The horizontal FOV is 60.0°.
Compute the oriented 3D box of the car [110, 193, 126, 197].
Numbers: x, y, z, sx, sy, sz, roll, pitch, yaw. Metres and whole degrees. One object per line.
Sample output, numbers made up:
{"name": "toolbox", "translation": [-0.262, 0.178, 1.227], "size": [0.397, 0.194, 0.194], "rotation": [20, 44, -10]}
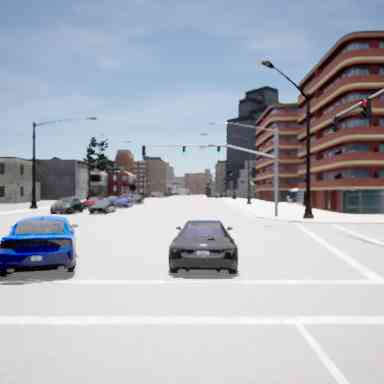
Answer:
{"name": "car", "translation": [-12.565, 1.315, 53.523], "size": [2.033, 1.411, 5.357], "rotation": [0, 1, 1]}

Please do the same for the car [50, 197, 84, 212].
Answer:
{"name": "car", "translation": [-12.915, 1.349, 34.551], "size": [2.097, 1.767, 4.553], "rotation": [0, 0, 1]}

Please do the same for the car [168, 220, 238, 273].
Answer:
{"name": "car", "translation": [0.397, 1.592, 10.799], "size": [1.994, 1.385, 4.181], "rotation": [0, 0, 3]}

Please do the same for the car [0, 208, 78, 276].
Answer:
{"name": "car", "translation": [-4.756, 1.496, 10.634], "size": [1.882, 1.535, 5.008], "rotation": [1, 0, -20]}

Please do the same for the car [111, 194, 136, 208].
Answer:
{"name": "car", "translation": [-9.243, 1.411, 45.140], "size": [1.812, 1.442, 4.674], "rotation": [0, 1, 1]}

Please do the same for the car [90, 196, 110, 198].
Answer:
{"name": "car", "translation": [-12.751, 1.379, 43.687], "size": [1.882, 1.535, 5.008], "rotation": [0, 1, 1]}

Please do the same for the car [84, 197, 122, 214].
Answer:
{"name": "car", "translation": [-9.402, 1.535, 35.558], "size": [2.033, 1.411, 5.357], "rotation": [0, 0, 1]}

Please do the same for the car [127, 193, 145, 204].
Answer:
{"name": "car", "translation": [-9.035, 1.252, 55.154], "size": [1.837, 1.490, 4.892], "rotation": [0, 1, 1]}
